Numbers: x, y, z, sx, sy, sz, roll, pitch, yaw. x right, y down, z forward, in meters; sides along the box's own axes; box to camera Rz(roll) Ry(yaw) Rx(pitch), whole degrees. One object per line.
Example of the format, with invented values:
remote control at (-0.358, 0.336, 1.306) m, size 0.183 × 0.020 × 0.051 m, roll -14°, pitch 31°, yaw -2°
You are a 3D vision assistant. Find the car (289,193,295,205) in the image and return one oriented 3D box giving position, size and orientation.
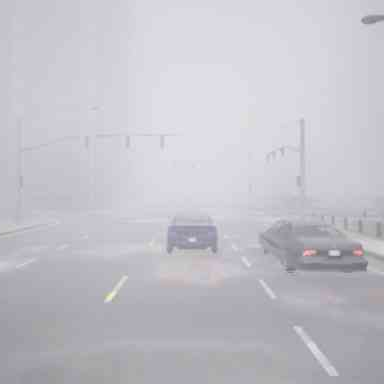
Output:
car at (24.203, 1.252, 72.378) m, size 4.605 × 1.855 × 1.932 m, roll 0°, pitch 0°, yaw 0°

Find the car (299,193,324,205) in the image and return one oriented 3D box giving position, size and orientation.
car at (24.284, 1.491, 66.800) m, size 3.806 × 1.475 × 1.970 m, roll 0°, pitch 0°, yaw 0°

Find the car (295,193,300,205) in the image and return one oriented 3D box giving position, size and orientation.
car at (24.269, 1.461, 69.695) m, size 3.905 × 1.438 × 1.784 m, roll 0°, pitch 0°, yaw 0°

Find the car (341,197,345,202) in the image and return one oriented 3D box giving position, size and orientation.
car at (39.282, 1.468, 80.908) m, size 3.905 × 1.438 × 1.784 m, roll 0°, pitch 0°, yaw 0°

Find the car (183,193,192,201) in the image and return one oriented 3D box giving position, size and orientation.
car at (-1.215, 1.581, 83.127) m, size 2.033 × 1.411 × 5.357 m, roll 0°, pitch 0°, yaw -1°

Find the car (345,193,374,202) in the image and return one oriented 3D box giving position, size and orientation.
car at (39.234, 1.255, 78.011) m, size 4.605 × 1.855 × 1.932 m, roll 0°, pitch 0°, yaw 0°

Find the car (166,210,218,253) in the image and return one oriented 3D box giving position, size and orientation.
car at (0.014, 1.486, 13.777) m, size 1.882 × 1.535 × 5.008 m, roll 0°, pitch 0°, yaw 0°

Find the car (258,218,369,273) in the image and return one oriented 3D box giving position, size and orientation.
car at (3.508, 1.554, 10.698) m, size 2.033 × 1.411 × 5.357 m, roll 0°, pitch 0°, yaw 0°

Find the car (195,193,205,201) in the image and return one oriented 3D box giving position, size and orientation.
car at (2.279, 1.566, 83.587) m, size 1.812 × 1.442 × 4.674 m, roll 0°, pitch 0°, yaw -1°
